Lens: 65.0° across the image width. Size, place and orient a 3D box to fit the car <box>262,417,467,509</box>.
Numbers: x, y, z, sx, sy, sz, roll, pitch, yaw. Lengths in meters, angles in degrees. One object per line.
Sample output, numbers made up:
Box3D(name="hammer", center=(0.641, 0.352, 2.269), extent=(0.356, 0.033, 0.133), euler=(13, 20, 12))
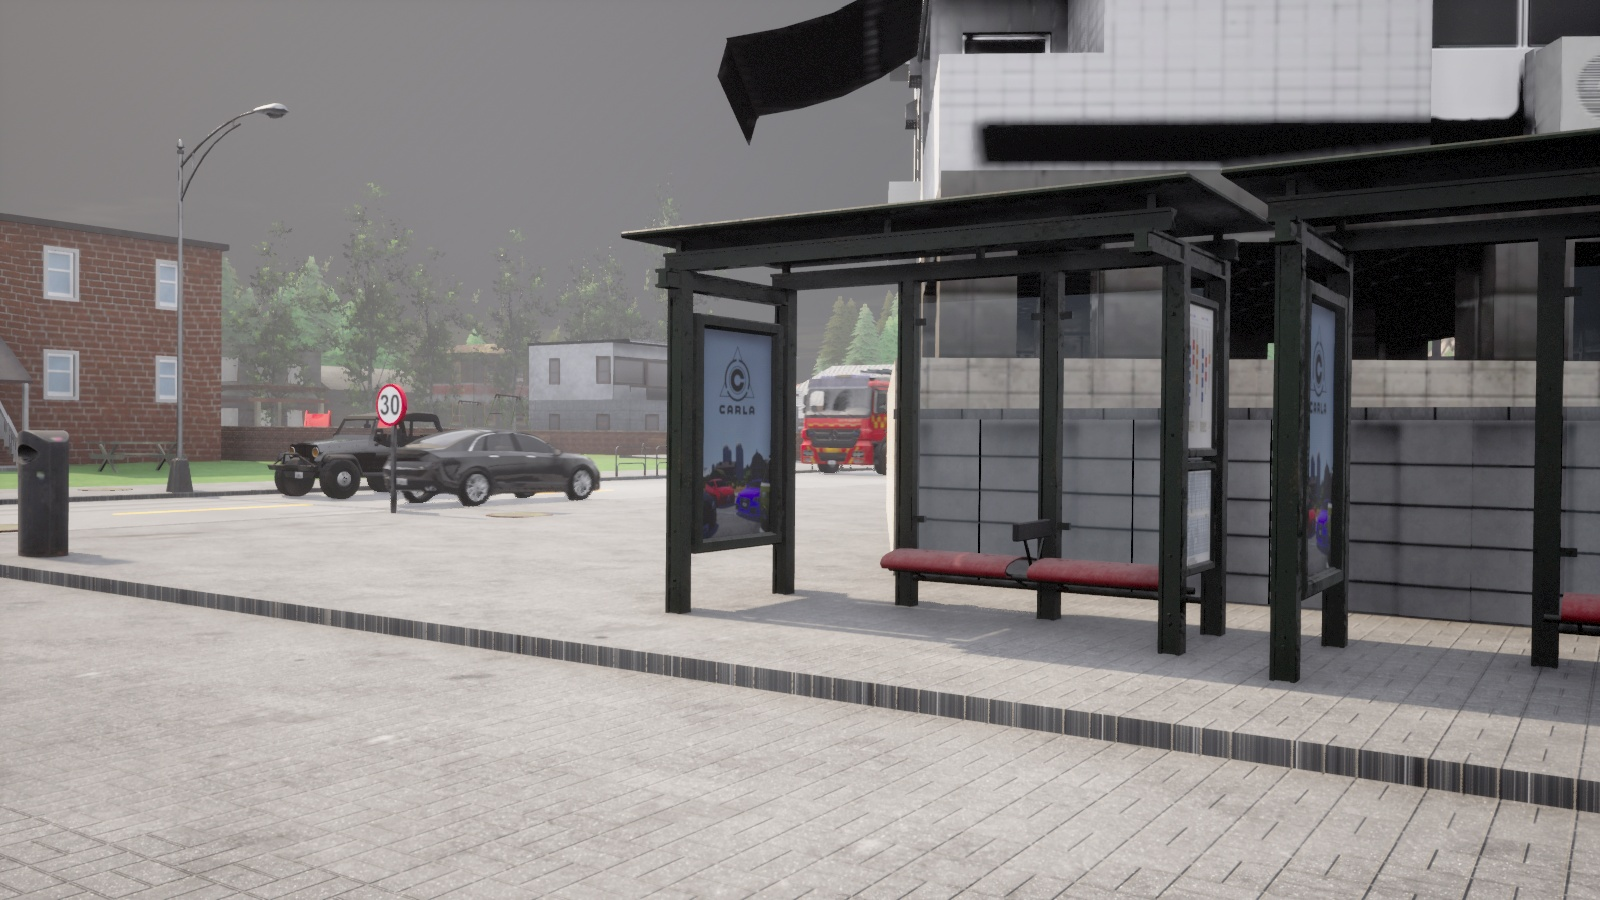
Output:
Box3D(name="car", center=(-9.522, 0.235, 27.719), extent=(1.905, 1.878, 3.866), euler=(0, 1, 34))

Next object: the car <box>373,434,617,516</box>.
Box3D(name="car", center=(-6.087, 0.441, 25.687), extent=(1.837, 1.490, 4.892), euler=(0, 1, 34))

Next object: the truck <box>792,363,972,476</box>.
Box3D(name="truck", center=(3.267, -1.105, 47.017), extent=(2.891, 3.827, 8.468), euler=(0, 1, 33))
